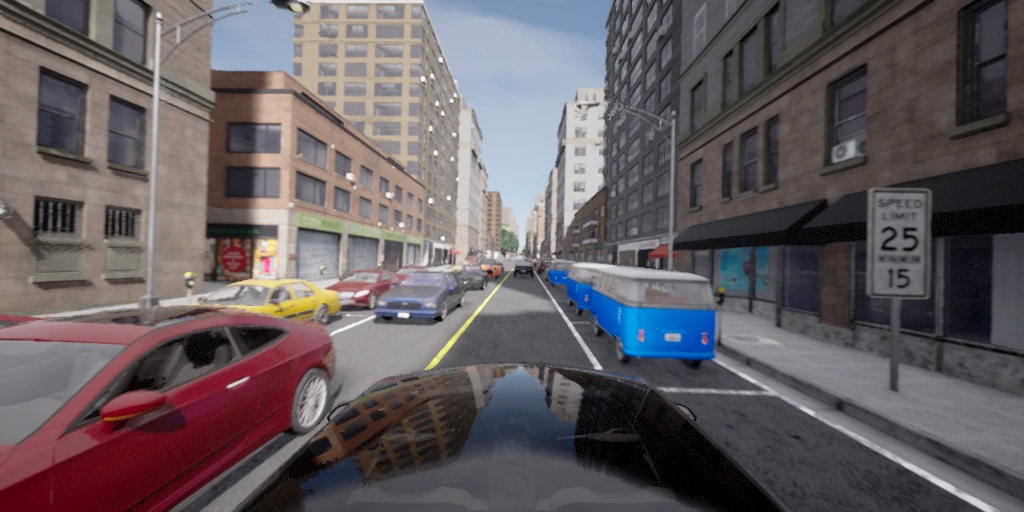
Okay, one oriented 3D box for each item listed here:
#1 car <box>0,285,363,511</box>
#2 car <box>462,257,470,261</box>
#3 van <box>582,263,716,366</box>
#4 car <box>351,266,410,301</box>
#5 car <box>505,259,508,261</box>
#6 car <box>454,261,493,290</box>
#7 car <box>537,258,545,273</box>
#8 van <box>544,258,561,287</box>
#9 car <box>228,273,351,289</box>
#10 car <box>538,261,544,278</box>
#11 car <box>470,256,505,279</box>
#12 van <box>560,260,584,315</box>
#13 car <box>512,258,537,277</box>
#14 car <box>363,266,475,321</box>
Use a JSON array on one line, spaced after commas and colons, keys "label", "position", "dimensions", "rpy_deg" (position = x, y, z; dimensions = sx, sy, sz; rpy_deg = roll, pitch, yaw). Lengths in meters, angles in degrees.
[{"label": "car", "position": [-3.133, 1.192, 2.716], "dimensions": [1.812, 1.442, 4.674], "rpy_deg": [2, 0, 2]}, {"label": "car", "position": [-4.813, 1.132, 35.548], "dimensions": [1.751, 1.417, 4.829], "rpy_deg": [0, 0, 2]}, {"label": "van", "position": [2.801, 1.163, 8.008], "dimensions": [1.690, 1.789, 3.998], "rpy_deg": [0, 0, 2]}, {"label": "car", "position": [-5.541, 1.178, 13.758], "dimensions": [1.802, 1.307, 4.207], "rpy_deg": [0, 0, 2]}, {"label": "car", "position": [-1.819, 1.297, 39.126], "dimensions": [1.994, 1.385, 4.181], "rpy_deg": [2, 0, 2]}, {"label": "car", "position": [-2.497, 1.237, 21.679], "dimensions": [1.994, 1.385, 4.181], "rpy_deg": [2, 0, 1]}, {"label": "car", "position": [3.899, 1.153, 40.939], "dimensions": [2.192, 1.841, 5.009], "rpy_deg": [0, 0, 2]}, {"label": "van", "position": [3.350, 1.169, 24.474], "dimensions": [1.690, 1.789, 3.998], "rpy_deg": [0, 0, 2]}, {"label": "car", "position": [-5.731, 1.119, 8.098], "dimensions": [1.751, 1.417, 4.829], "rpy_deg": [0, 0, 2]}, {"label": "car", "position": [3.533, 1.382, 29.963], "dimensions": [2.007, 1.370, 4.403], "rpy_deg": [0, 0, 2]}, {"label": "car", "position": [-2.104, 1.032, 31.905], "dimensions": [2.097, 1.767, 4.553], "rpy_deg": [2, 0, 3]}, {"label": "van", "position": [2.984, 1.164, 13.497], "dimensions": [1.690, 1.789, 3.998], "rpy_deg": [0, 0, 2]}, {"label": "car", "position": [1.178, 1.244, 35.938], "dimensions": [1.882, 1.535, 5.008], "rpy_deg": [2, 0, 2]}, {"label": "car", "position": [-2.810, 1.217, 12.346], "dimensions": [2.033, 1.411, 5.357], "rpy_deg": [2, 0, 3]}]
